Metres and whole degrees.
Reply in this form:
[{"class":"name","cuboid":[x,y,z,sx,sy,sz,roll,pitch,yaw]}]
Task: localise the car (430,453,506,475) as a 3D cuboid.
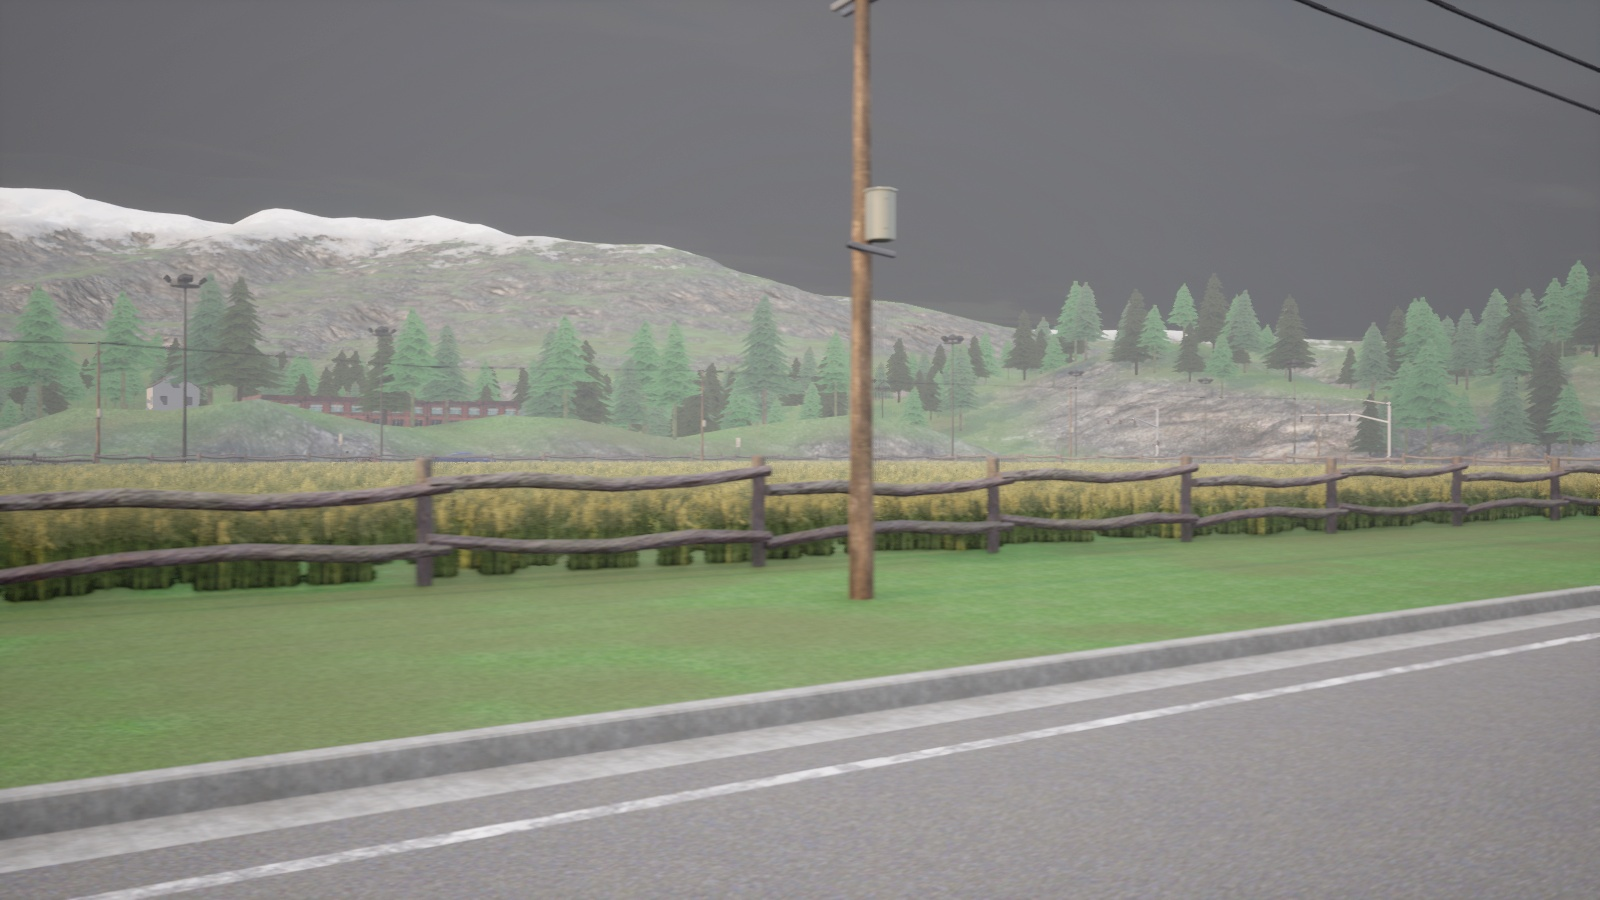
[{"class":"car","cuboid":[-24.179,0.998,91.632,5.008,1.535,1.882,0,0,-35]}]
